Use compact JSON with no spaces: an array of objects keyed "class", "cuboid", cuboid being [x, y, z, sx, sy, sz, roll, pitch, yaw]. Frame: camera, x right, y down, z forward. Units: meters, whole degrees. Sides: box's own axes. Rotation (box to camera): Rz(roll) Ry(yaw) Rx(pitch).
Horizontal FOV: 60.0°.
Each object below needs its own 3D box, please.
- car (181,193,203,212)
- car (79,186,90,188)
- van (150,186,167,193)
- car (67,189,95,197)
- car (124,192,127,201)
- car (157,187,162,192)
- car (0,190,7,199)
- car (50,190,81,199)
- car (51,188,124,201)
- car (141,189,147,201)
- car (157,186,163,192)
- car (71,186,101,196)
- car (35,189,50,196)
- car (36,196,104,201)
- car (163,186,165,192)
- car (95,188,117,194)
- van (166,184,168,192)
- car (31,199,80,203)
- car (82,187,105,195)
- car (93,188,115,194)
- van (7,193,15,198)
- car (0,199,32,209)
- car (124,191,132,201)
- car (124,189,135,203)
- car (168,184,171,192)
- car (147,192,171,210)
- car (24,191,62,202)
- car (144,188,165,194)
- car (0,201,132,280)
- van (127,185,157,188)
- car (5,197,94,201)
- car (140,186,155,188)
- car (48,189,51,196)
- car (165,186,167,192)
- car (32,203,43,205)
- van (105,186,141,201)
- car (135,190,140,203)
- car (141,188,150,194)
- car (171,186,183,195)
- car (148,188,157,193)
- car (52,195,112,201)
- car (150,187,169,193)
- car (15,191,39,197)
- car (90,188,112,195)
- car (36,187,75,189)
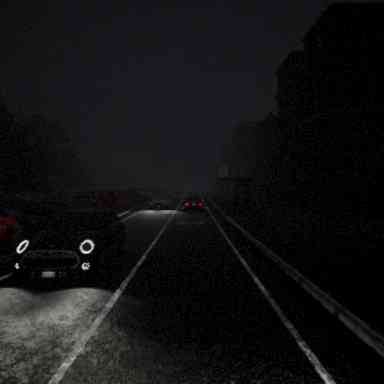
[{"class":"car","cuboid":[0.133,1.121,32.880,2.033,1.411,5.357,0,1,-1]},{"class":"car","cuboid":[-22.347,0.139,64.508,4.553,1.767,2.185,0,2,1]},{"class":"van","cuboid":[-8.957,-0.651,89.322,4.442,1.987,1.878,0,2,1]},{"class":"car","cuboid":[-22.359,0.188,67.296,5.008,1.535,2.097,0,2,1]},{"class":"car","cuboid":[-9.573,1.073,33.809,5.008,1.535,2.097,0,1,1]},{"class":"car","cuboid":[-9.252,0.156,69.980,4.674,1.452,2.002,0,2,1]},{"class":"car","cuboid":[-22.630,0.818,33.883,5.566,2.045,2.435,0,1,1]},{"class":"car","cuboid":[-22.433,0.454,58.946,4.674,1.452,2.002,0,2,1]},{"class":"car","cuboid":[-9.632,0.893,31.021,5.566,2.045,2.435,0,1,1]},{"class":"car","cuboid":[-9.457,0.713,47.721,5.008,1.535,2.097,0,1,1]},{"class":"car","cuboid":[-9.192,-0.086,72.757,4.553,1.767,2.185,0,2,1]},{"class":"car","cuboid":[-22.301,-0.140,70.074,5.566,2.045,2.435,0,2,1]},{"class":"car","cuboid":[-22.562,0.781,45.026,5.008,1.535,2.097,0,1,1]},{"class":"car","cuboid":[-9.625,1.313,25.461,4.792,1.488,2.163,0,1,1]},{"class":"car","cuboid":[-9.205,-0.037,75.544,4.892,1.521,2.231,0,2,1]},{"class":"car","cuboid":[-22.363,-0.354,86.660,5.366,1.575,1.946,0,2,1]},{"class":"van","cuboid":[-9.006,-0.497,83.883,4.442,1.987,1.878,0,2,1]},{"class":"car","cuboid":[-9.699,1.393,19.885,5.008,1.535,2.097,0,1,0]},{"class":"car","cuboid":[-22.309,-0.168,75.646,4.553,1.767,2.185,0,2,1]},{"class":"car","cuboid":[-22.207,-0.276,84.000,5.008,1.535,2.097,0,2,1]},{"class":"van","cuboid":[-22.516,0.772,36.667,4.442,1.987,1.878,0,1,1]},{"class":"car","cuboid":[-9.787,1.346,14.308,4.553,1.767,2.185,0,1,1]},{"class":"car","cuboid":[-9.739,0.998,36.593,5.366,1.575,1.946,0,1,1]},{"class":"car","cuboid":[-9.498,0.807,39.245,4.553,1.767,2.185,0,1,1]},{"class":"car","cuboid":[-9.069,-0.601,86.665,5.566,2.045,2.435,0,2,1]},{"class":"car","cuboid":[-3.250,1.051,34.821,1.812,1.442,4.674,0,1,1]},{"class":"car","cuboid":[-22.534,0.666,50.593,4.792,1.488,2.163,0,2,1]},{"class":"car","cuboid":[-9.141,-0.192,81.108,4.892,1.521,2.231,0,2,1]},{"class":"car","cuboid":[-3.349,1.313,9.997,2.097,1.767,4.553,0,0,0]},{"class":"van","cuboid":[-9.208,0.120,61.562,4.442,1.987,1.878,0,2,0]},{"class":"car","cuboid":[-9.675,1.342,22.674,5.008,1.535,2.097,0,1,1]},{"class":"car","cuboid":[-9.319,0.292,58.846,4.553,1.767,2.185,0,2,1]},{"class":"car","cuboid":[-22.538,0.710,47.810,4.892,1.521,2.231,0,1,1]},{"class":"car","cuboid":[-9.358,-0.119,78.327,5.366,1.575,1.946,0,2,1]},{"class":"car","cuboid":[-9.733,1.477,17.097,4.674,1.452,2.002,0,1,1]},{"class":"van","cuboid":[-9.594,0.560,44.934,4.442,1.987,1.878,0,1,1]},{"class":"car","cuboid":[-9.509,0.859,42.156,4.892,1.521,2.231,0,1,1]},{"class":"car","cuboid":[-9.421,0.640,50.503,5.008,1.535,2.097,0,1,1]},{"class":"car","cuboid":[-3.046,-0.133,76.276,2.033,1.411,5.357,0,2,0]},{"class":"car","cuboid":[-9.190,0.489,56.066,5.366,1.575,1.946,0,2,1]},{"class":"car","cuboid":[-9.626,1.256,28.246,4.674,1.452,2.002,0,1,1]},{"class":"car","cuboid":[-9.040,-0.506,92.236,4.892,1.521,2.231,0,2,1]},{"class":"car","cuboid":[-22.585,0.894,42.243,4.674,1.452,2.002,0,1,1]},{"class":"car","cuboid":[-22.197,-0.168,81.216,4.792,1.488,2.163,0,2,1]},{"class":"car","cuboid":[-22.452,0.312,53.371,5.566,2.045,2.435,0,1,1]}]
